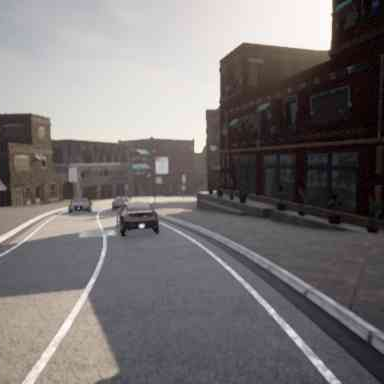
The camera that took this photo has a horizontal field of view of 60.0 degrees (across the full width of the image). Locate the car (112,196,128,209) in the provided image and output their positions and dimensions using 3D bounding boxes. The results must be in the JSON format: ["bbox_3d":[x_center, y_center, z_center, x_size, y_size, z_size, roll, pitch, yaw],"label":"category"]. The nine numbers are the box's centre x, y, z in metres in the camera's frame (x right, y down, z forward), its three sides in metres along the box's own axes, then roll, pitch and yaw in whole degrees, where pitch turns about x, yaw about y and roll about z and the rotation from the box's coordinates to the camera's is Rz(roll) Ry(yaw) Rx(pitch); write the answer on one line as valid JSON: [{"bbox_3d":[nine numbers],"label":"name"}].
[{"bbox_3d":[-7.373,1.143,35.256,1.994,1.385,4.181,-2,1,-10],"label":"car"}]

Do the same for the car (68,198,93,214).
[{"bbox_3d":[-10.649,1.285,32.006,1.994,1.385,4.181,-2,1,-11],"label":"car"}]

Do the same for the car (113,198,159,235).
[{"bbox_3d":[-2.920,1.255,17.329,1.837,1.490,4.892,-2,1,-15],"label":"car"}]
